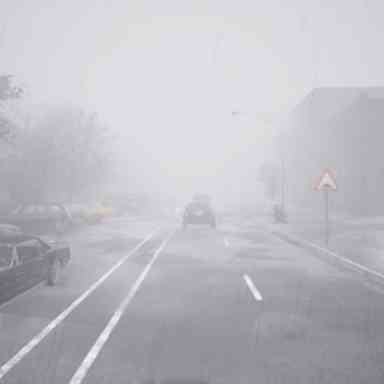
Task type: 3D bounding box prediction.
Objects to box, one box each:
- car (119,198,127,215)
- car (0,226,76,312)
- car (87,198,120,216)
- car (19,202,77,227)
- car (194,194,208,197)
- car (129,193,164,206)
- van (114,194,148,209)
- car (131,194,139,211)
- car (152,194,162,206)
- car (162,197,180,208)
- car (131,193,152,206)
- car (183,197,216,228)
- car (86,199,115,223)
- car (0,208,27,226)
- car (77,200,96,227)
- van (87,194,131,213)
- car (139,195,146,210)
[{"bbox_3d":[-8.836,1.576,30.893,4.792,1.488,2.163,-1,0,-18],"label":"car"},{"bbox_3d":[-4.202,1.628,6.730,1.895,1.301,4.718,0,0,1],"label":"car"},{"bbox_3d":[-9.095,1.548,27.885,5.366,1.575,1.946,-1,0,-18],"label":"car"},{"bbox_3d":[-9.174,1.418,19.041,4.553,1.767,2.185,-1,0,-19],"label":"car"},{"bbox_3d":[1.110,1.252,41.036,2.150,2.045,5.566,0,0,2],"label":"car"},{"bbox_3d":[-7.873,1.207,57.516,5.566,2.045,2.435,-1,1,-18],"label":"car"},{"bbox_3d":[-8.386,1.286,45.658,4.442,1.987,1.878,-1,0,-18],"label":"van"},{"bbox_3d":[-8.627,1.411,36.816,4.553,1.767,2.185,-1,0,-18],"label":"car"},{"bbox_3d":[-7.895,1.479,51.688,5.366,1.575,1.946,-1,0,-18],"label":"car"},{"bbox_3d":[-2.896,1.511,49.880,1.837,1.490,4.892,0,0,2],"label":"car"},{"bbox_3d":[-8.414,1.269,42.731,5.566,2.045,2.435,-1,0,-18],"label":"car"},{"bbox_3d":[0.489,1.408,22.823,2.097,1.767,4.553,0,0,1],"label":"car"},{"bbox_3d":[-8.847,1.544,25.033,5.366,1.575,1.946,-1,0,-18],"label":"car"},{"bbox_3d":[-9.337,1.573,13.092,4.674,1.452,2.002,-1,0,-19],"label":"car"},{"bbox_3d":[-9.125,1.549,22.004,4.892,1.521,2.231,-1,0,-18],"label":"car"},{"bbox_3d":[-8.812,1.318,33.822,4.442,1.987,1.878,-1,0,-18],"label":"van"},{"bbox_3d":[-8.497,1.529,39.788,5.008,1.535,2.097,-1,0,-18],"label":"car"}]
